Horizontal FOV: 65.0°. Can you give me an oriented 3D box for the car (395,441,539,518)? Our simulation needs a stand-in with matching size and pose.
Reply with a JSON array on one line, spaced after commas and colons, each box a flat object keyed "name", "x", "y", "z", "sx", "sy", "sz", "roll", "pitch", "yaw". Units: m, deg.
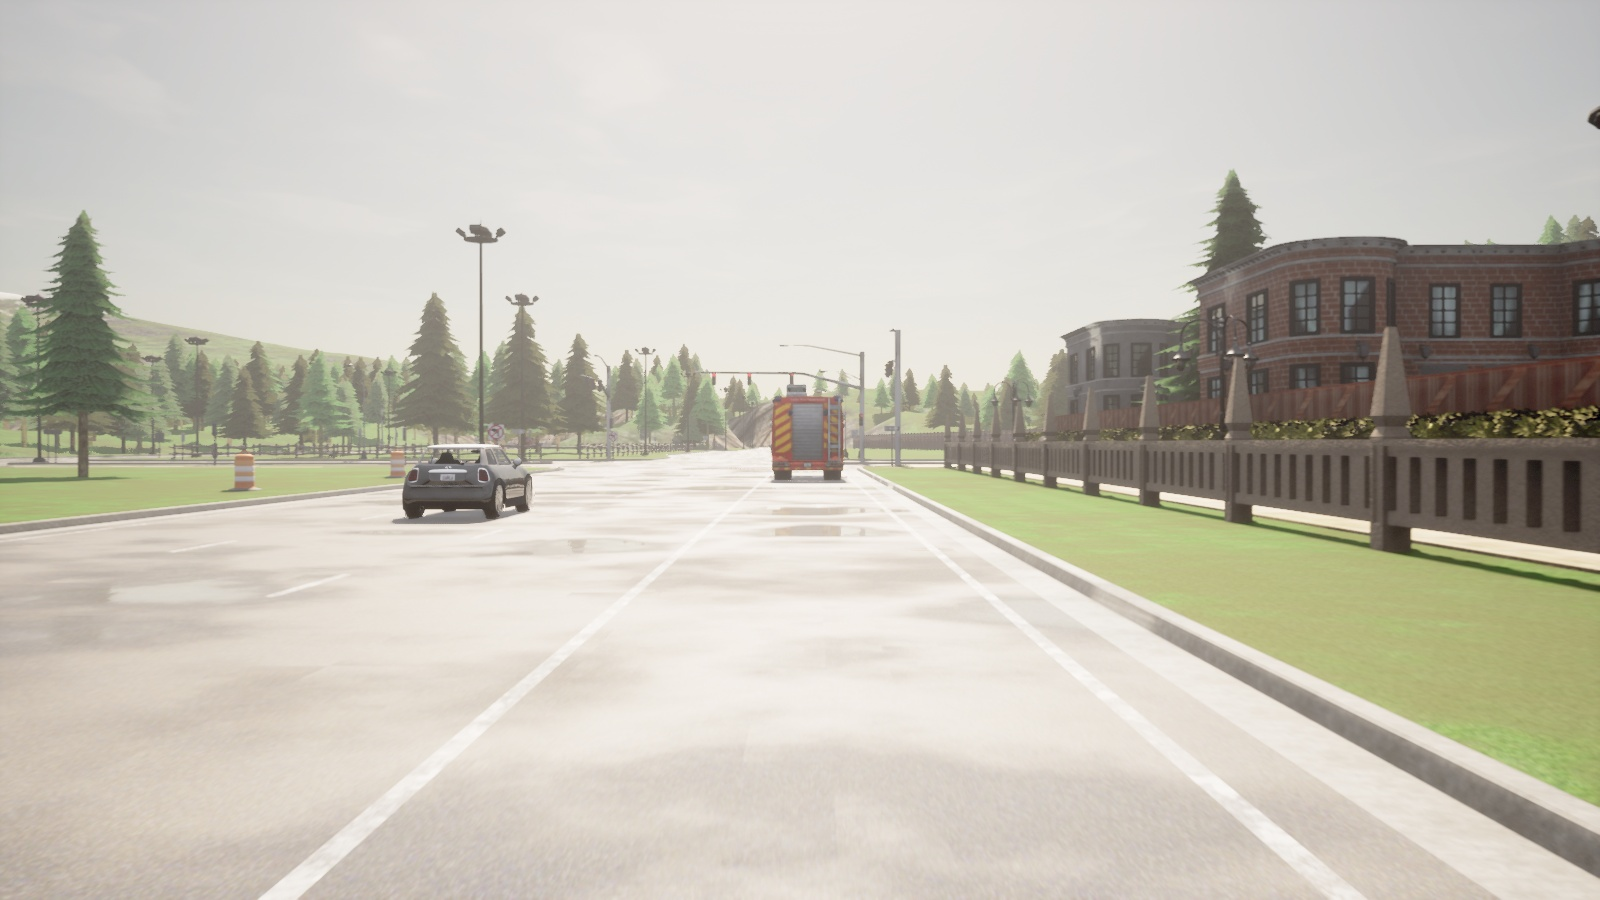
[{"name": "car", "x": -6.836, "y": 0.559, "z": 26.188, "sx": 1.970, "sy": 1.475, "sz": 3.806, "roll": 0, "pitch": 0, "yaw": 0}]

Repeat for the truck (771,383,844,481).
[{"name": "truck", "x": 0.321, "y": -0.721, "z": 53.637, "sx": 2.891, "sy": 3.827, "sz": 8.468, "roll": 0, "pitch": 0, "yaw": 0}]
